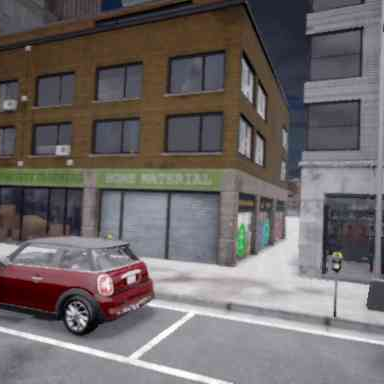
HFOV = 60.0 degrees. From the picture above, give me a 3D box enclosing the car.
[{"bbox_3d":[-2.944,1.653,7.047,4.097,1.590,1.967,1,-2,23],"label":"car"}]
